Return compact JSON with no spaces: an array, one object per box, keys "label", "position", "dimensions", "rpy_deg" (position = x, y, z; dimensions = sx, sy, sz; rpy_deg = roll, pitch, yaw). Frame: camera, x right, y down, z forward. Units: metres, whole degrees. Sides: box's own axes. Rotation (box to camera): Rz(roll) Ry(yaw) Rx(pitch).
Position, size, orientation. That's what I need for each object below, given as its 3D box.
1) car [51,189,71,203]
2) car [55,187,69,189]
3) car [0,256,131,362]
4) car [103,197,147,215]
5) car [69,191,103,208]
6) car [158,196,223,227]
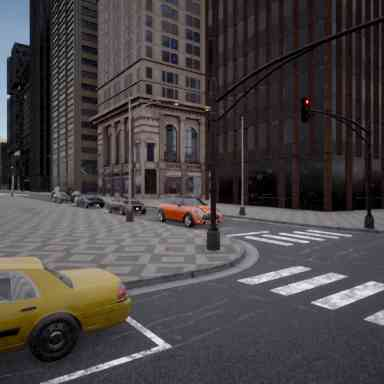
[{"label":"car","position":[-16.667,0.662,43.156],"dimensions":[1.837,1.490,4.892],"rpy_deg":[0,1,-36]},{"label":"car","position":[-21.929,0.133,55.767],"dimensions":[2.150,2.045,5.566],"rpy_deg":[0,1,-36]},{"label":"car","position":[-3.233,1.525,4.343],"dimensions":[4.829,1.417,1.752],"rpy_deg":[0,0,-36]},{"label":"car","position":[-5.399,1.088,27.372],"dimensions":[1.994,1.385,4.181],"rpy_deg":[0,1,-36]},{"label":"car","position":[-10.826,0.893,34.952],"dimensions":[2.033,1.411,5.357],"rpy_deg":[0,1,-35]},{"label":"car","position":[-0.200,1.050,20.116],"dimensions":[2.097,1.767,4.553],"rpy_deg":[0,1,-36]}]
